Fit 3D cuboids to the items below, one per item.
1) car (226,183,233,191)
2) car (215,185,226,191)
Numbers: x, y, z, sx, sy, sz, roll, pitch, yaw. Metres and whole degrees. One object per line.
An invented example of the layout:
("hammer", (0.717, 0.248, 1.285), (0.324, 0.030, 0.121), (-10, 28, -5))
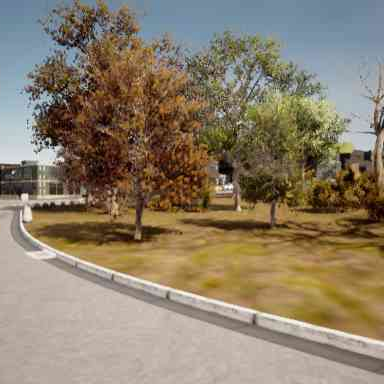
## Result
("car", (10.696, -1.452, 93.780), (5.566, 2.045, 2.435), (-4, 2, -32))
("car", (5.772, -0.850, 90.748), (5.366, 1.575, 1.946), (-4, 2, -32))
